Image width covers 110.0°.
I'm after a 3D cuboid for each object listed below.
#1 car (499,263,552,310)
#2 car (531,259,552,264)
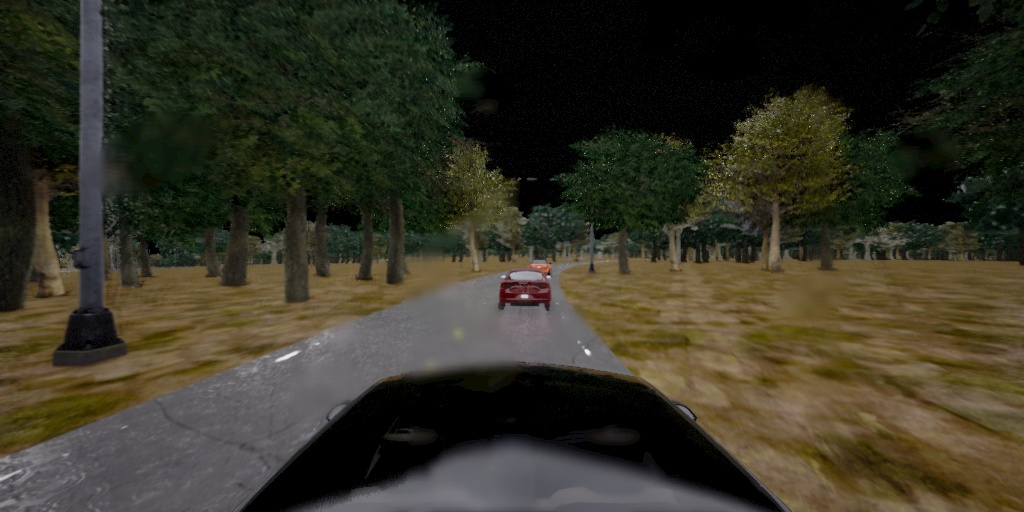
[{"bbox_3d":[0.574,1.217,14.631,1.882,1.535,5.008,0,0,3],"label":"car"},{"bbox_3d":[2.888,1.054,36.100,2.097,1.767,4.553,0,0,9],"label":"car"}]
